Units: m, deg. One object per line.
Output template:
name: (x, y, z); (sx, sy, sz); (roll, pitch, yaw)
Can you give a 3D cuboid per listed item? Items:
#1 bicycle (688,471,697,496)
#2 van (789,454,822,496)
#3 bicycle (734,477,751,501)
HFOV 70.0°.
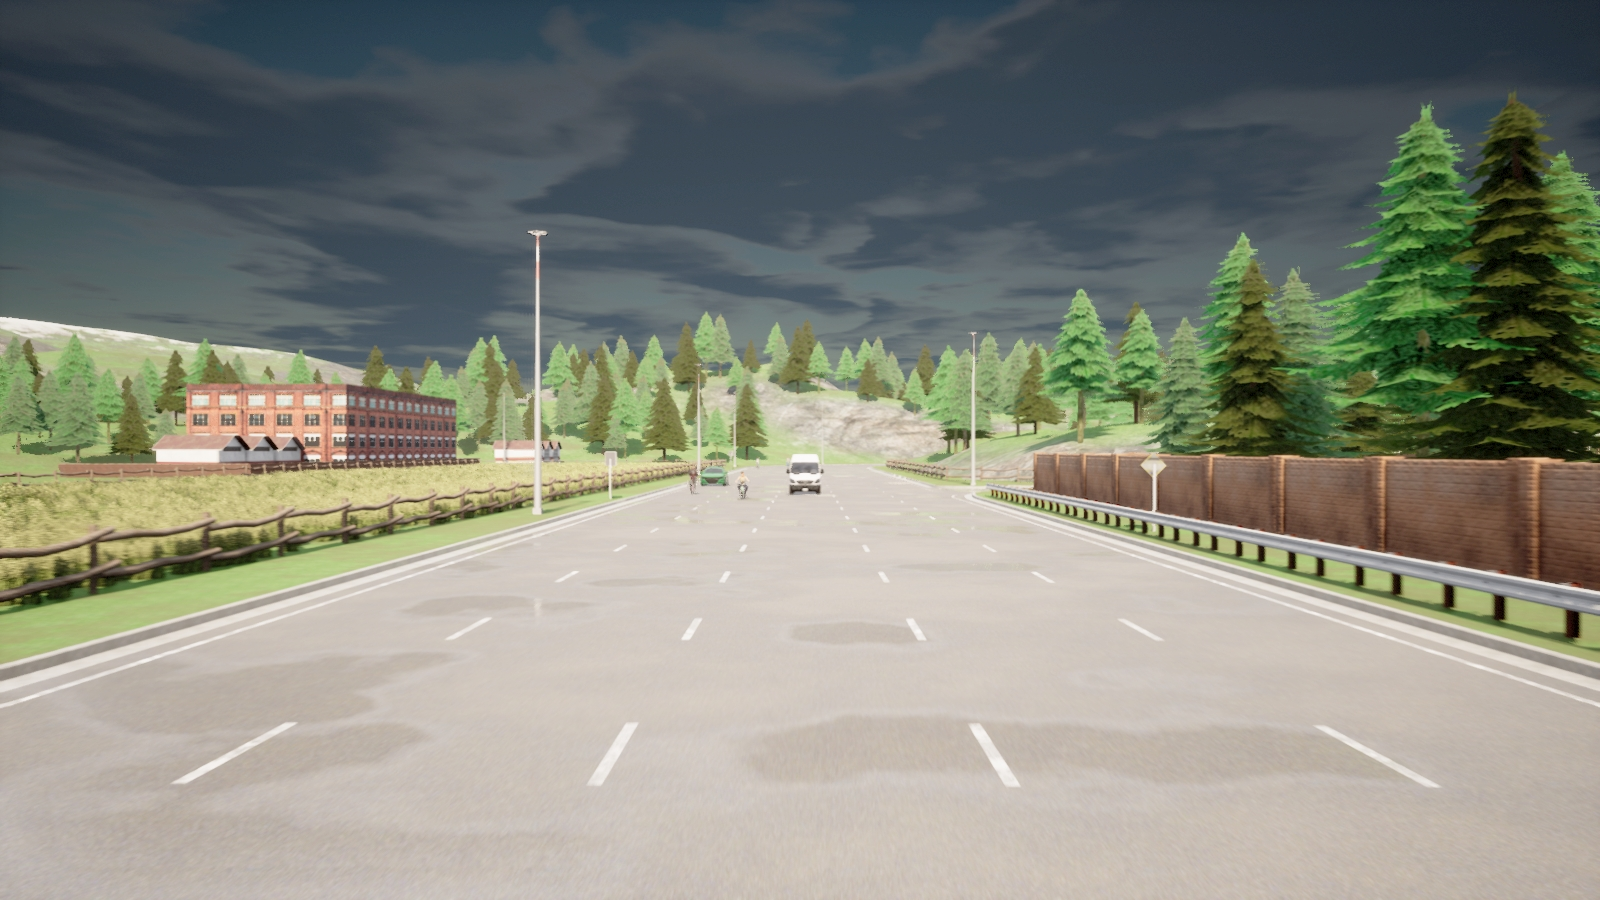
bicycle: (-6.621, 2.058, 70.580); (0.329, 1.471, 1.835); (0, 0, 1)
van: (0.329, 1.533, 72.108); (1.988, 2.561, 5.915); (0, 0, 0)
bicycle: (-3.213, 2.156, 63.782); (0.859, 1.276, 1.487); (0, 0, 0)
